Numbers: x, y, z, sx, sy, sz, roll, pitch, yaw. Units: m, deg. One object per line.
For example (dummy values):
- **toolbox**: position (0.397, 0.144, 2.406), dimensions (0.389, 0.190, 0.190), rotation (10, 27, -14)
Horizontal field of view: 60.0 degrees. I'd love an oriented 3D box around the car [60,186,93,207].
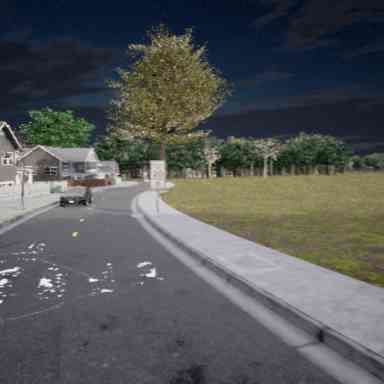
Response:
- **car**: position (-8.972, 0.279, 26.008), dimensions (1.882, 1.535, 5.008), rotation (-1, 3, -10)
